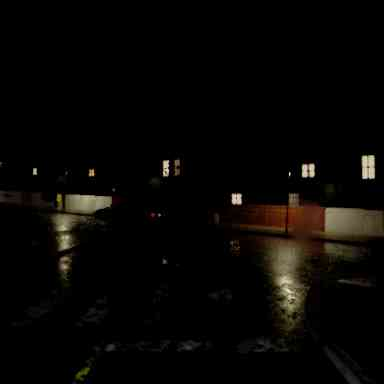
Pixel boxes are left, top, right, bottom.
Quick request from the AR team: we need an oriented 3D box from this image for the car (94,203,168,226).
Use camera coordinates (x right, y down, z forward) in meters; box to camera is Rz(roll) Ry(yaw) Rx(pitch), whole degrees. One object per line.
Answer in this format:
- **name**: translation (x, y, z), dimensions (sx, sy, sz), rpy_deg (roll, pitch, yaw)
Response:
- **car**: translation (-4.233, 1.448, 22.680), dimensions (5.357, 1.411, 2.033), rpy_deg (2, 0, 32)
